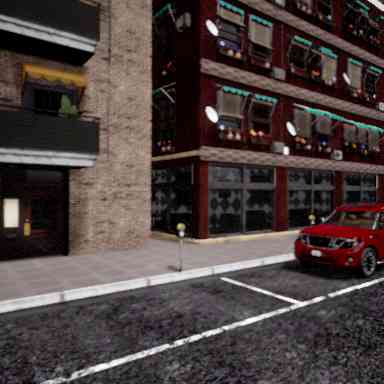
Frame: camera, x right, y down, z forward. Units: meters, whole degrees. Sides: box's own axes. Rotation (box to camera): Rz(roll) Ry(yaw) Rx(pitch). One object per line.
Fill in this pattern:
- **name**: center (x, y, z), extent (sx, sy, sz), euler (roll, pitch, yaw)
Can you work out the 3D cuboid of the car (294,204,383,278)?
- **car**: center (5.398, 1.334, 10.407), extent (5.009, 1.841, 2.192), euler (0, 0, -35)
